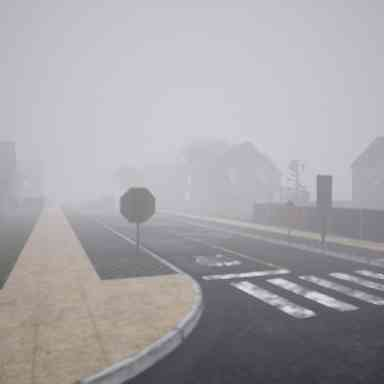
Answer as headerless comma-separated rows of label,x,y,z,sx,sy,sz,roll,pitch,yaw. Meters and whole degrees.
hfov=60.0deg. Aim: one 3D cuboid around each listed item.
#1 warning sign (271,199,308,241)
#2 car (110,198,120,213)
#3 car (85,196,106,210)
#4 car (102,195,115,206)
warning sign,4.613,1.282,15.773,1.300,1.860,1.060,1,-1,-23
car,-7.896,1.729,39.149,2.033,1.411,5.357,1,-1,-22
car,-13.550,1.711,45.495,2.033,1.411,5.357,1,-1,-22
car,-13.321,1.477,52.109,2.150,2.045,5.566,1,-1,-23
